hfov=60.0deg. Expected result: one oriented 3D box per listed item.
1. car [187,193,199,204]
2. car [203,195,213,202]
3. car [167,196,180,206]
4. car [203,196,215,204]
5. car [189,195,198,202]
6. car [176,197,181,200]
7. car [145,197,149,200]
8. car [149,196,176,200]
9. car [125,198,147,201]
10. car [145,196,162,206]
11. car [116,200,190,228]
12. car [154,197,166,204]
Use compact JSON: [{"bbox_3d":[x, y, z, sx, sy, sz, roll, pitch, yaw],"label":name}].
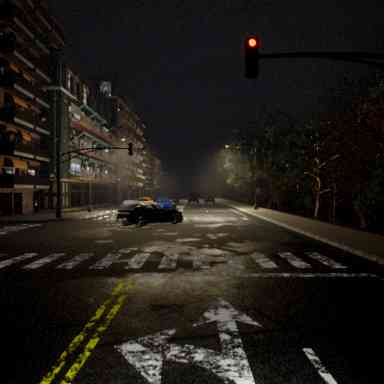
[{"bbox_3d":[0.282,1.249,66.139,2.150,2.045,5.566,0,0,0],"label":"car"},{"bbox_3d":[3.577,1.506,76.513,2.033,1.411,5.357,0,0,0],"label":"car"},{"bbox_3d":[-3.013,1.524,55.915,1.837,1.490,4.892,0,0,0],"label":"car"},{"bbox_3d":[3.533,1.532,66.093,1.837,1.490,4.892,0,0,0],"label":"car"},{"bbox_3d":[0.328,1.491,76.527,2.128,1.511,4.902,0,0,0],"label":"car"},{"bbox_3d":[-3.098,1.505,45.853,2.128,1.511,4.902,0,0,1],"label":"car"},{"bbox_3d":[-6.361,1.490,44.587,1.882,1.535,5.008,0,0,1],"label":"car"},{"bbox_3d":[-3.185,1.486,36.373,1.882,1.535,5.008,0,0,1],"label":"car"},{"bbox_3d":[-6.444,1.555,34.934,2.033,1.411,5.357,0,0,0],"label":"car"},{"bbox_3d":[-6.269,1.510,54.727,2.128,1.511,4.902,0,0,0],"label":"car"},{"bbox_3d":[-2.800,1.530,22.651,4.902,1.511,2.128,0,0,-43],"label":"car"},{"bbox_3d":[-6.222,1.627,65.051,1.895,1.301,4.718,0,0,0],"label":"car"}]
